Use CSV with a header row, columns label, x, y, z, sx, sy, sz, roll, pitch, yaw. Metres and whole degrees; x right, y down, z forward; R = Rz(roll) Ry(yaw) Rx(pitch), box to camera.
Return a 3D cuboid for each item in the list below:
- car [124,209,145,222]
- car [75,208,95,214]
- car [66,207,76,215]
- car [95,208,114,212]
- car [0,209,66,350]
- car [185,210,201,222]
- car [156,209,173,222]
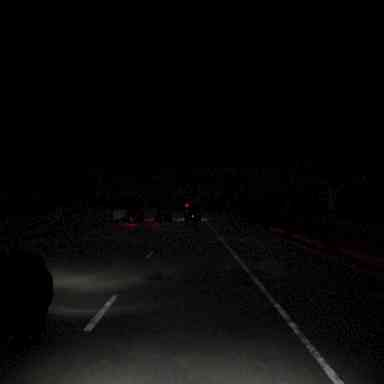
label,x,y,z,sx,sy,sz,roll,pitch,yaw
car,-6.889,2.807,40.108,1.837,1.490,4.892,0,-2,0
car,-17.862,3.510,56.744,1.895,1.301,4.718,0,-2,-4
car,-21.693,3.497,59.783,1.882,1.535,5.008,0,-2,-6
car,-14.362,3.367,56.192,1.882,1.535,5.008,0,-2,-3
car,-3.399,1.242,3.207,2.150,2.045,5.566,0,-1,0
car,0.111,2.892,40.813,1.994,1.385,4.181,0,-2,0
car,-3.390,2.852,40.751,1.812,1.442,4.674,0,-2,0
